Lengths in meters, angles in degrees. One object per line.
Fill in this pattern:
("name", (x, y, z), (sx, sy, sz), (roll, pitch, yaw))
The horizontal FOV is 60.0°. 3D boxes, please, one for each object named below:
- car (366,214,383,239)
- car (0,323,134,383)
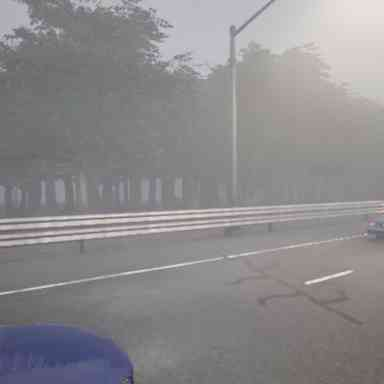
("car", (10.132, 1.417, 15.273), (5.357, 1.411, 2.033), (-1, 0, -36))
("car", (-2.587, 1.534, 1.901), (4.674, 1.442, 1.812), (0, 0, -36))
